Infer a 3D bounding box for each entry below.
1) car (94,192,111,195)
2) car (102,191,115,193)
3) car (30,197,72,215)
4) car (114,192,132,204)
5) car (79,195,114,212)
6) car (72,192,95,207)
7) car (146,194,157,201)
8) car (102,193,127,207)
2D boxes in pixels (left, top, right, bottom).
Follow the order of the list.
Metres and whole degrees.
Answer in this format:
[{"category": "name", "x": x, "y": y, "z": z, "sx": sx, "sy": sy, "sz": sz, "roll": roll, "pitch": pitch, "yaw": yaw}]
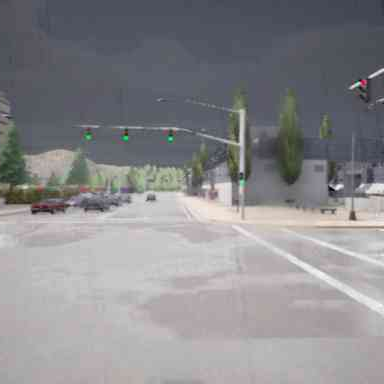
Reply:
[{"category": "car", "x": -14.024, "y": 1.103, "z": 49.648, "sx": 2.033, "sy": 1.411, "sz": 5.357, "roll": 0, "pitch": 0, "yaw": -3}, {"category": "car", "x": -14.691, "y": 1.027, "z": 60.115, "sx": 2.033, "sy": 1.411, "sz": 5.357, "roll": 0, "pitch": 0, "yaw": -4}, {"category": "car", "x": -12.760, "y": 1.299, "z": 29.957, "sx": 1.895, "sy": 1.301, "sz": 4.718, "roll": 0, "pitch": 0, "yaw": -4}, {"category": "car", "x": -10.731, "y": 1.048, "z": 53.324, "sx": 2.128, "sy": 1.511, "sz": 4.902, "roll": 0, "pitch": 0, "yaw": -4}, {"category": "car", "x": -9.480, "y": 1.301, "z": 33.452, "sx": 1.895, "sy": 1.301, "sz": 4.718, "roll": 0, "pitch": 0, "yaw": -4}, {"category": "car", "x": -13.377, "y": 1.123, "z": 39.203, "sx": 2.128, "sy": 1.511, "sz": 4.902, "roll": 0, "pitch": 0, "yaw": -4}, {"category": "car", "x": -7.848, "y": 1.051, "z": 64.291, "sx": 2.033, "sy": 1.411, "sz": 5.357, "roll": 0, "pitch": 0, "yaw": -4}, {"category": "car", "x": -10.117, "y": 1.178, "z": 43.076, "sx": 2.033, "sy": 1.411, "sz": 5.357, "roll": 0, "pitch": 0, "yaw": -4}]
